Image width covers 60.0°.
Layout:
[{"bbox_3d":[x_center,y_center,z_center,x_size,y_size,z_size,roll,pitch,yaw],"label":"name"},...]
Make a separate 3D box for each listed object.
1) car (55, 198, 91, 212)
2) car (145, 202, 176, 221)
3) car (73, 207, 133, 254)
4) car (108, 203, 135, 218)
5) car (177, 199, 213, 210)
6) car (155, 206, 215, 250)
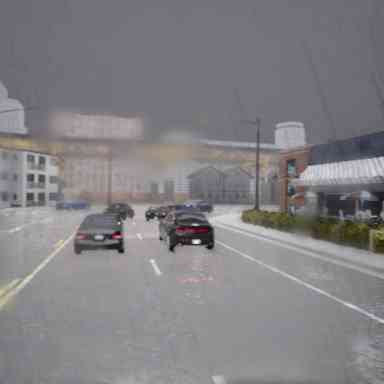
[{"bbox_3d":[-14.423,1.541,40.561,1.882,1.535,5.008,1,-1,21],"label":"car"},{"bbox_3d":[-2.729,1.753,28.190,1.895,1.301,4.718,1,0,1],"label":"car"},{"bbox_3d":[-3.701,1.586,13.733,2.033,1.411,5.357,1,0,-13],"label":"car"},{"bbox_3d":[-6.205,1.628,28.472,1.812,1.442,4.674,1,0,2],"label":"car"},{"bbox_3d":[0.743,1.632,39.749,2.097,1.767,4.553,1,-1,33],"label":"car"},{"bbox_3d":[-0.354,1.604,14.814,1.837,1.490,4.892,1,0,-12],"label":"car"}]
